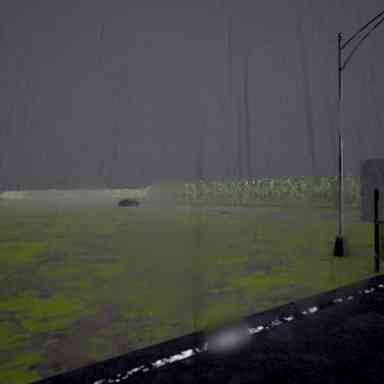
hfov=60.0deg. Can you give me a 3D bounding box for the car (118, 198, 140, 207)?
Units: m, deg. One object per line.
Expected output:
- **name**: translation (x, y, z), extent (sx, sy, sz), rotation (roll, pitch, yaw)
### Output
- **car**: translation (-9.632, 1.607, 50.824), extent (1.994, 1.385, 4.181), rotation (-1, 0, -39)
